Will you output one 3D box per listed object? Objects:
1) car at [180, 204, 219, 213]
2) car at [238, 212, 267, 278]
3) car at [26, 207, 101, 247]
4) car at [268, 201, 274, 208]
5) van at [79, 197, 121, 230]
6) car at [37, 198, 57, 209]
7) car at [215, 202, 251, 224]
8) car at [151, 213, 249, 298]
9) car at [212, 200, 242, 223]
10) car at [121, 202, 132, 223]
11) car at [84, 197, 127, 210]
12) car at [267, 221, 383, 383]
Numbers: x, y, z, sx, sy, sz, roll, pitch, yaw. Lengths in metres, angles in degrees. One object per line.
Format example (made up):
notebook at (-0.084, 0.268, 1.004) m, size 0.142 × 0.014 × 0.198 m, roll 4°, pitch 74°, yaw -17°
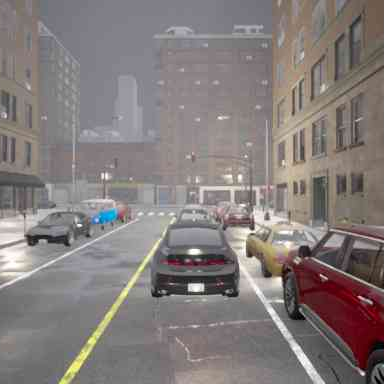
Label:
car at (0.095, 1.539, 16.033) m, size 1.812 × 1.442 × 4.674 m, roll 0°, pitch 0°, yaw 0°
car at (2.673, 1.532, 9.928) m, size 1.752 × 1.417 × 4.829 m, roll 1°, pitch 0°, yaw 0°
car at (-5.854, 1.578, 15.240) m, size 1.947 × 1.339 × 4.313 m, roll 1°, pitch 0°, yaw 0°
car at (13.447, 1.568, 48.873) m, size 4.553 × 1.767 × 2.097 m, roll 0°, pitch -1°, yaw 0°
van at (-5.854, 1.360, 20.722) m, size 1.690 × 1.788 × 3.998 m, roll 1°, pitch 0°, yaw 0°
car at (-18.186, 1.426, 39.110) m, size 4.181 × 1.385 × 1.994 m, roll 0°, pitch -1°, yaw 0°
car at (2.670, 1.459, 20.723) m, size 1.967 × 1.590 × 4.097 m, roll 1°, pitch 0°, yaw 0°
car at (0.048, 1.511, 8.530) m, size 1.837 × 1.490 × 4.892 m, roll 0°, pitch 0°, yaw -1°
car at (2.669, 1.466, 26.206) m, size 1.967 × 1.590 × 4.097 m, roll 1°, pitch 0°, yaw 0°
car at (-5.857, 1.570, 26.205) m, size 1.887 × 1.381 × 4.507 m, roll 1°, pitch 0°, yaw 0°
car at (-10.950, 1.427, 42.321) m, size 5.008 × 1.535 × 1.882 m, roll 0°, pitch -1°, yaw 0°
car at (2.677, 1.317, 4.275) m, size 2.192 × 1.841 × 5.009 m, roll 1°, pitch 0°, yaw 0°
